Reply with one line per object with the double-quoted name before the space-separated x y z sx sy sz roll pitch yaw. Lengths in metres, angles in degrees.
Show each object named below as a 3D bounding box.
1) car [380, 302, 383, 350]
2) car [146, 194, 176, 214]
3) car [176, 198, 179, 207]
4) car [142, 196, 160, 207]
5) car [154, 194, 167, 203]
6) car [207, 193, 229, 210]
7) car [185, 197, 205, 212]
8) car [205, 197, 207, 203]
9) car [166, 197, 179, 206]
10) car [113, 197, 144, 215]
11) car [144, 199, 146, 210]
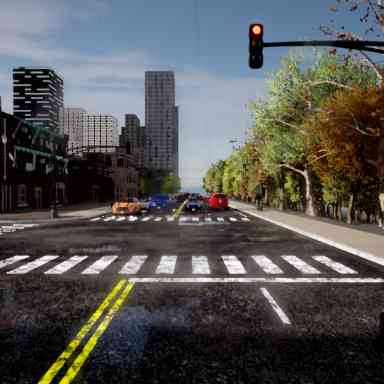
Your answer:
"car" 3.357 1.491 2.396 2.128 1.511 4.902 0 0 0
"car" -3.261 1.210 35.885 2.150 2.045 5.566 0 0 0
"car" -3.232 1.336 45.576 2.097 1.767 4.553 0 0 0
"car" -6.471 1.473 52.755 2.128 1.511 4.902 0 0 0
"car" -6.367 1.325 67.590 2.097 1.767 4.553 0 0 0
"car" 3.443 1.207 43.059 2.150 2.045 5.566 0 0 0
"car" 0.184 1.588 38.466 1.895 1.301 4.718 0 0 0
"car" 3.496 1.538 67.261 1.994 1.385 4.181 0 0 0
"car" -3.216 1.581 54.917 1.895 1.301 4.718 0 0 0
"car" -6.550 1.342 33.736 2.097 1.767 4.553 0 0 1
"car" -6.492 1.587 42.722 1.895 1.301 4.718 0 0 0
